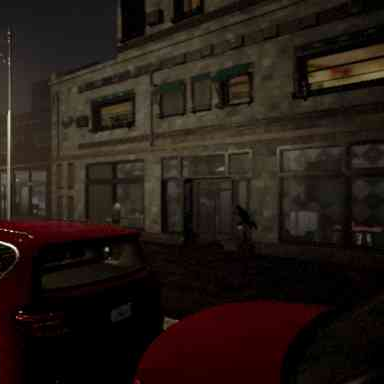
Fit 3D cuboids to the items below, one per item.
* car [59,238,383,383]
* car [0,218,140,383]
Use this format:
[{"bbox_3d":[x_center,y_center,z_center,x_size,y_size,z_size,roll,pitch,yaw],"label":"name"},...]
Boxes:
[{"bbox_3d":[1.841,1.315,1.566,5.009,1.841,2.192,0,0,35],"label":"car"},{"bbox_3d":[-2.667,1.315,4.780,5.009,1.841,2.192,0,0,35],"label":"car"}]
